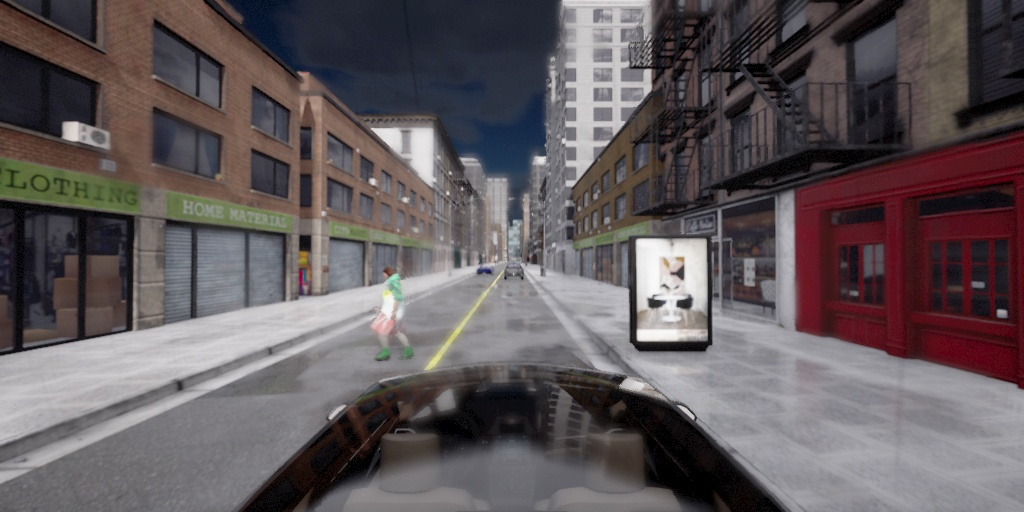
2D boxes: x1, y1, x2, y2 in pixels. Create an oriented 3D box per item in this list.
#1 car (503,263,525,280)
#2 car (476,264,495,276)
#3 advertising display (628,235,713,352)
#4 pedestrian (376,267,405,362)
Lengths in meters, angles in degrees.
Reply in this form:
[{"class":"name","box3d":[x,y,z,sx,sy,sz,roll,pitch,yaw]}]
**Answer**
[{"class":"car","box3d":[0.178,1.449,34.688,2.128,1.511,4.902,0,-1,0]},{"class":"car","box3d":[-3.007,1.605,41.180,1.895,1.301,4.718,0,0,0]},{"class":"advertising display","box3d":[3.146,0.807,7.129,1.540,2.440,0.280,0,0,0]},{"class":"pedestrian","box3d":[-2.341,1.075,6.949,0.375,1.860,0.375,0,-1,-10]}]
